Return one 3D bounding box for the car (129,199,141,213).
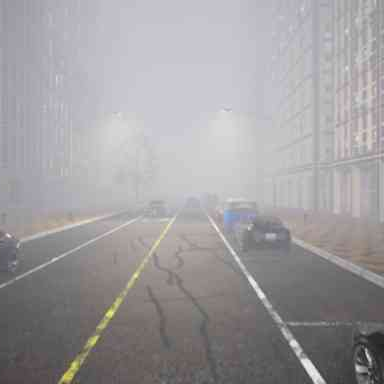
[{"bbox_3d":[-5.689,1.430,36.035,1.752,1.417,4.829,0,0,0],"label":"car"}]

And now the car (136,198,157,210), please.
[{"bbox_3d":[-5.689,1.437,41.899,2.008,1.369,4.403,0,0,0],"label":"car"}]

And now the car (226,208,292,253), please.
[{"bbox_3d":[2.692,1.534,13.426,1.947,1.339,4.313,0,0,0],"label":"car"}]

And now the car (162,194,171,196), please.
[{"bbox_3d":[-5.690,1.361,64.668,2.008,1.369,4.403,0,0,0],"label":"car"}]

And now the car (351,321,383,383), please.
[{"bbox_3d":[2.692,1.561,2.042,1.947,1.339,4.313,0,0,0],"label":"car"}]

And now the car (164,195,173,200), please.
[{"bbox_3d":[-5.690,1.328,81.744,1.802,1.307,4.206,0,0,0],"label":"car"}]

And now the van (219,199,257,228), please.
[{"bbox_3d":[2.693,1.295,19.120,1.690,1.788,3.998,0,0,0],"label":"van"}]

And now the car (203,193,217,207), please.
[{"bbox_3d":[2.692,1.183,47.579,2.192,1.841,5.009,0,0,0],"label":"car"}]

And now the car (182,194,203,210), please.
[{"bbox_3d":[0.099,1.363,42.014,1.882,1.535,5.008,0,0,0],"label":"car"}]

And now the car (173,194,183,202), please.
[{"bbox_3d":[-3.003,1.297,71.209,1.812,1.442,4.674,0,0,0],"label":"car"}]

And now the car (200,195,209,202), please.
[{"bbox_3d":[2.690,1.315,70.518,1.752,1.417,4.829,0,0,0],"label":"car"}]

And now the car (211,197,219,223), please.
[{"bbox_3d":[2.692,1.378,24.811,1.967,1.590,4.097,0,0,0],"label":"car"}]

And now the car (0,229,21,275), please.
[{"bbox_3d":[-5.689,1.548,7.743,1.947,1.339,4.313,0,0,0],"label":"car"}]

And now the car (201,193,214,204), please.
[{"bbox_3d":[2.692,1.145,58.964,2.192,1.841,5.009,0,0,0],"label":"car"}]

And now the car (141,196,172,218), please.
[{"bbox_3d":[-3.099,1.428,29.893,1.837,1.490,4.892,0,0,0],"label":"car"}]

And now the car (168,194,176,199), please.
[{"bbox_3d":[-5.691,1.252,93.129,2.008,1.369,4.403,0,0,0],"label":"car"}]

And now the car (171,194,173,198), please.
[{"bbox_3d":[-5.691,1.355,70.361,1.947,1.339,4.313,0,0,0],"label":"car"}]
